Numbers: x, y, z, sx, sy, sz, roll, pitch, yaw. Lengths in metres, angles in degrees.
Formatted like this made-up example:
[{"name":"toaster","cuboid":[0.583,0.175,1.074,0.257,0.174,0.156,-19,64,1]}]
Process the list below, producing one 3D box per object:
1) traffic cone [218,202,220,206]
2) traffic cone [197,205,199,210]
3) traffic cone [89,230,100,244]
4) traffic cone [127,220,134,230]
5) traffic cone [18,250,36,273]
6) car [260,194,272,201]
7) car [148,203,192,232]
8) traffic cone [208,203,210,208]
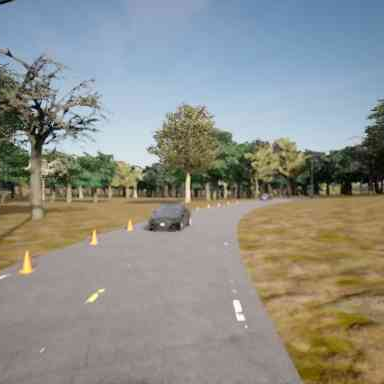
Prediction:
[{"name":"traffic cone","cuboid":[3.950,1.773,49.163,0.340,0.580,0.340,0,1,21]},{"name":"traffic cone","cuboid":[0.672,1.863,39.504,0.340,0.580,0.340,0,0,17]},{"name":"traffic cone","cuboid":[-4.255,1.946,14.510,0.340,0.580,0.340,0,0,6]},{"name":"traffic cone","cuboid":[-3.650,1.940,19.577,0.340,0.580,0.340,0,0,8]},{"name":"traffic cone","cuboid":[-4.669,1.954,9.424,0.340,0.580,0.340,0,0,4]},{"name":"car","cuboid":[15.353,1.058,68.904,1.812,1.442,4.674,0,1,23]},{"name":"car","cuboid":[-1.213,1.459,20.164,1.882,1.535,5.008,0,0,9]},{"name":"traffic cone","cuboid":[2.219,1.822,44.364,0.340,0.580,0.340,0,1,19]}]
